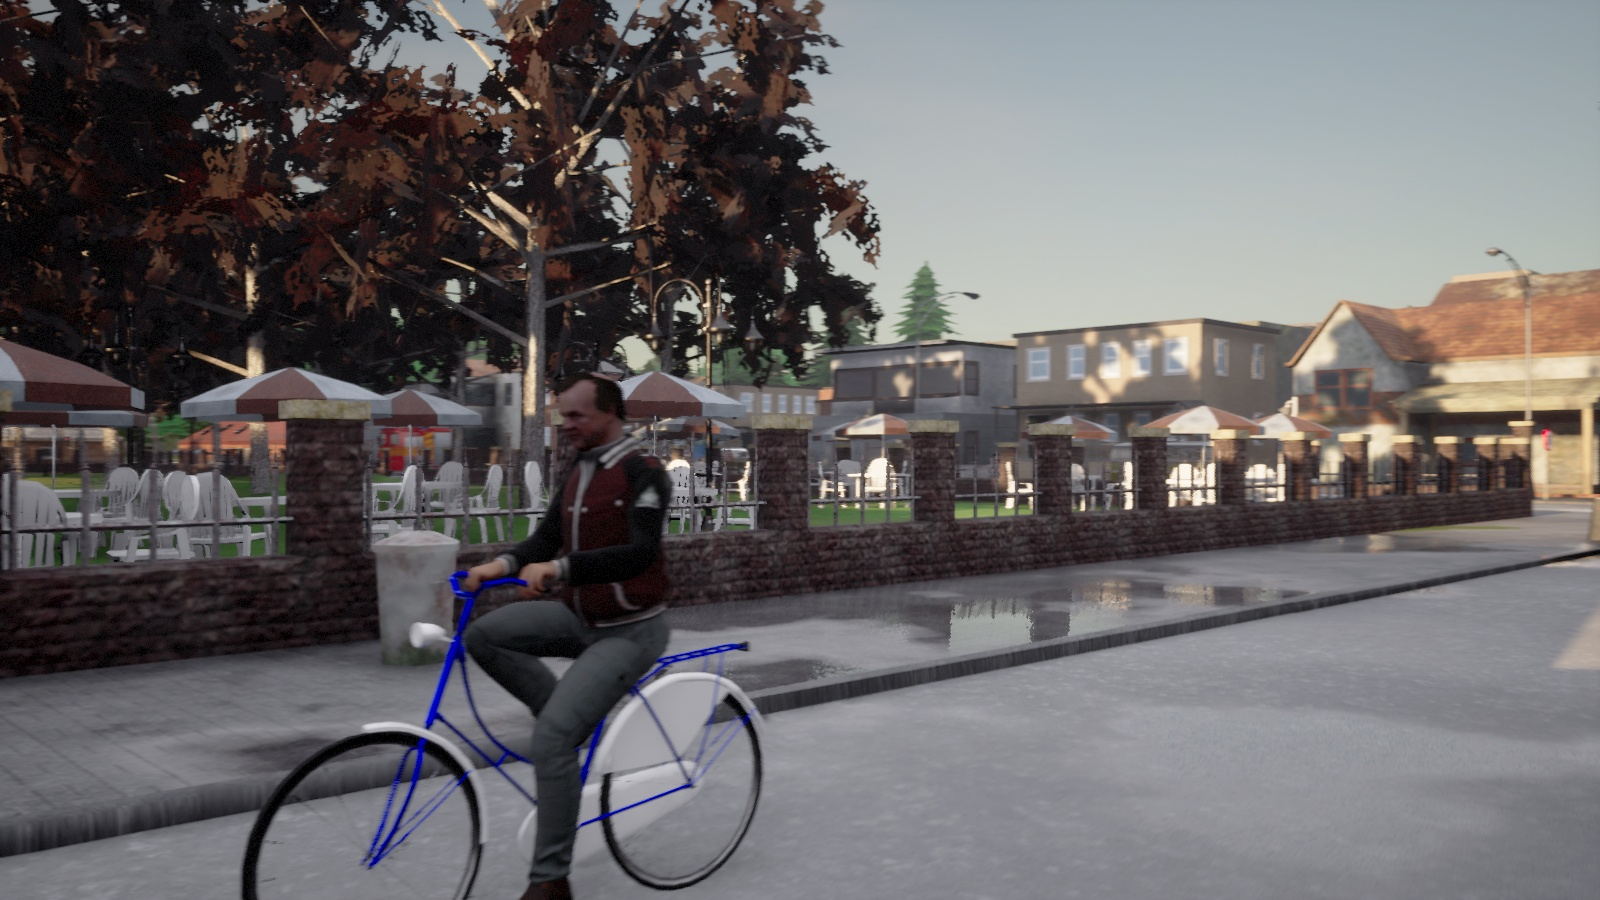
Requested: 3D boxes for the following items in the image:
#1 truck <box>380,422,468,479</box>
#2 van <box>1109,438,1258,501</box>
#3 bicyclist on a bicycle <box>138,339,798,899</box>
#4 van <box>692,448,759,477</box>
[{"bbox_3d":[-26.708,0.037,88.904,2.891,3.827,8.468,0,0,-39],"label":"truck"},{"bbox_3d":[12.808,0.644,42.106,1.775,1.987,4.442,0,0,-44],"label":"van"},{"bbox_3d":[-0.908,0.634,3.821,1.843,1.776,0.659,0,-1,-43],"label":"bicyclist on a bicycle"},{"bbox_3d":[-5.329,0.874,90.331,4.480,2.038,2.069,1,-1,-43],"label":"van"}]
